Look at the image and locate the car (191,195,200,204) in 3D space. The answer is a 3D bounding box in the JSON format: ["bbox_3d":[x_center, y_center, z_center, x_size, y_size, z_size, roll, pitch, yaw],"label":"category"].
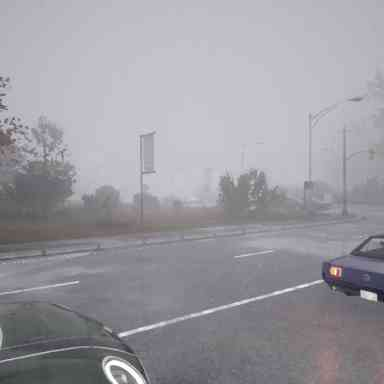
[{"bbox_3d":[-0.459,1.292,56.764,1.812,1.442,4.674,-1,0,-38],"label":"car"}]

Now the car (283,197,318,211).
[{"bbox_3d":[10.962,1.291,36.856,1.837,1.490,4.892,-1,0,-39],"label":"car"}]

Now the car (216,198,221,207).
[{"bbox_3d":[5.259,1.142,43.984,2.097,1.767,4.553,-1,0,-39],"label":"car"}]

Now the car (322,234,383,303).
[{"bbox_3d":[5.010,1.573,7.305,4.718,1.301,1.895,0,0,-35],"label":"car"}]

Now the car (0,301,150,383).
[{"bbox_3d":[-2.462,1.352,1.967,4.553,1.767,2.097,0,0,-36],"label":"car"}]

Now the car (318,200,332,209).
[{"bbox_3d":[13.595,1.303,39.167,2.033,1.411,5.357,-1,0,-39],"label":"car"}]

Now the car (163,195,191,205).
[{"bbox_3d":[-2.851,1.288,54.151,2.128,1.511,4.902,-1,0,-38],"label":"car"}]
